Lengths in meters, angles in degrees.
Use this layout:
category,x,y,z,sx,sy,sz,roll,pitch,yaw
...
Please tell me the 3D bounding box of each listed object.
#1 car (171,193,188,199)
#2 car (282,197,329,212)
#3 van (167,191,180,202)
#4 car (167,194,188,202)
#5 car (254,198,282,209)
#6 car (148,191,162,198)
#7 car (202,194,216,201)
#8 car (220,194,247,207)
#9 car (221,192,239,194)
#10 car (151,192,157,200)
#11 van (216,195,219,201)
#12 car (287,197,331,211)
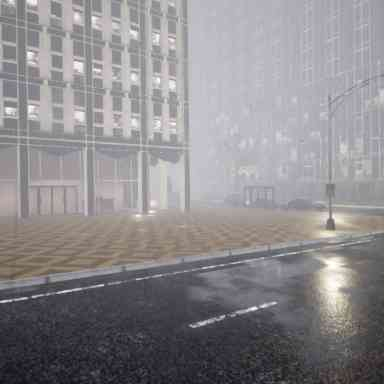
category,x,y,z,sx,sy,sz,roll,pitch,yaw
car,-2.882,0.934,74.016,1.802,1.307,4.206,0,1,-34
car,12.489,1.422,36.348,1.947,1.339,4.313,-1,1,-34
van,-3.406,0.935,59.902,1.690,1.788,3.998,0,1,-34
car,-2.845,1.099,63.845,1.994,1.385,4.181,-1,1,-34
car,9.302,1.386,41.057,1.802,1.307,4.206,-1,1,-34
car,-9.284,0.684,83.407,1.967,1.590,4.097,0,1,-34
car,3.519,1.041,64.622,1.802,1.307,4.206,-1,1,-34
car,6.150,1.318,45.786,1.947,1.339,4.313,-1,1,-34
car,6.888,1.037,49.390,2.097,1.767,4.553,-1,1,-34
car,-9.808,1.038,69.298,2.008,1.369,4.403,0,1,-34
van,6.719,0.853,59.922,1.690,1.788,3.998,-1,1,-34
car,13.766,1.322,39.302,1.812,1.442,4.674,-1,1,-35
